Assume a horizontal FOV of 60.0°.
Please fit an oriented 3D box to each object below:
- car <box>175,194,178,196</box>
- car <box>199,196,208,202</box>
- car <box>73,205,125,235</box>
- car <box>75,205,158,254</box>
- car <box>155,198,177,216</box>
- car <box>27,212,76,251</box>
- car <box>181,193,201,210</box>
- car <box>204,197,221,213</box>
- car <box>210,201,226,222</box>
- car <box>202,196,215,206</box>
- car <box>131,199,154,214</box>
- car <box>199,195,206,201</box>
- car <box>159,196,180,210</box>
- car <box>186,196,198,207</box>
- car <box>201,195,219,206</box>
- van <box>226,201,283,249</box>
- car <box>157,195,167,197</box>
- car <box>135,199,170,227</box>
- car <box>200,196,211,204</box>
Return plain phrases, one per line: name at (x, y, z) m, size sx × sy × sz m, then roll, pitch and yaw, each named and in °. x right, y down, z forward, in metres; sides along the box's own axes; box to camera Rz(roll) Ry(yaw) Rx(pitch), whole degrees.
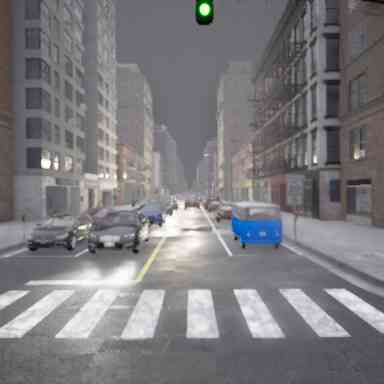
car at (-5.359, 1.657, 88.095) m, size 1.802 × 1.307 × 4.206 m, roll 0°, pitch 0°, yaw 0°
car at (2.661, 1.584, 76.732) m, size 1.947 × 1.339 × 4.313 m, roll 0°, pitch 0°, yaw 0°
car at (-5.385, 1.592, 19.913) m, size 1.887 × 1.381 × 4.507 m, roll 0°, pitch 0°, yaw 0°
car at (-2.837, 1.515, 13.779) m, size 2.128 × 1.511 × 4.902 m, roll 0°, pitch 0°, yaw 0°
car at (-2.839, 1.604, 32.447) m, size 1.994 × 1.385 × 4.181 m, roll 0°, pitch 0°, yaw 0°
car at (-5.387, 1.592, 14.232) m, size 2.008 × 1.369 × 4.403 m, roll 0°, pitch 0°, yaw 0°
car at (0.010, 1.378, 44.338) m, size 2.097 × 1.767 × 4.553 m, roll 0°, pitch 0°, yaw 0°
car at (2.647, 1.588, 36.963) m, size 1.802 × 1.307 × 4.206 m, roll 0°, pitch 0°, yaw 0°
car at (2.642, 1.580, 25.600) m, size 1.802 × 1.307 × 4.206 m, roll 0°, pitch 0°, yaw 0°
car at (2.652, 1.451, 54.007) m, size 1.967 × 1.590 × 4.097 m, roll 0°, pitch 0°, yaw 0°
car at (-5.379, 1.586, 36.789) m, size 1.752 × 1.417 × 4.829 m, roll 0°, pitch 0°, yaw 0°
car at (2.665, 1.545, 88.264) m, size 1.752 × 1.417 × 4.829 m, roll 0°, pitch 0°, yaw 0°
car at (-2.795, 1.609, 42.469) m, size 1.994 × 1.385 × 4.181 m, roll 0°, pitch 0°, yaw 1°
car at (0.015, 1.507, 54.370) m, size 1.882 × 1.535 × 5.008 m, roll 0°, pitch 0°, yaw 0°
car at (2.647, 1.323, 42.644) m, size 2.192 × 1.841 × 5.009 m, roll 0°, pitch 0°, yaw 0°
van at (2.636, 1.328, 14.238) m, size 1.690 × 1.788 × 3.998 m, roll 0°, pitch 0°, yaw 0°
car at (-5.372, 1.631, 54.005) m, size 1.947 × 1.339 × 4.313 m, roll 0°, pitch 0°, yaw 0°
car at (-2.847, 1.511, 23.221) m, size 1.882 × 1.535 × 5.008 m, roll 0°, pitch 0°, yaw 0°
car at (2.657, 1.565, 65.369) m, size 2.008 × 1.369 × 4.403 m, roll 0°, pitch 0°, yaw 0°
